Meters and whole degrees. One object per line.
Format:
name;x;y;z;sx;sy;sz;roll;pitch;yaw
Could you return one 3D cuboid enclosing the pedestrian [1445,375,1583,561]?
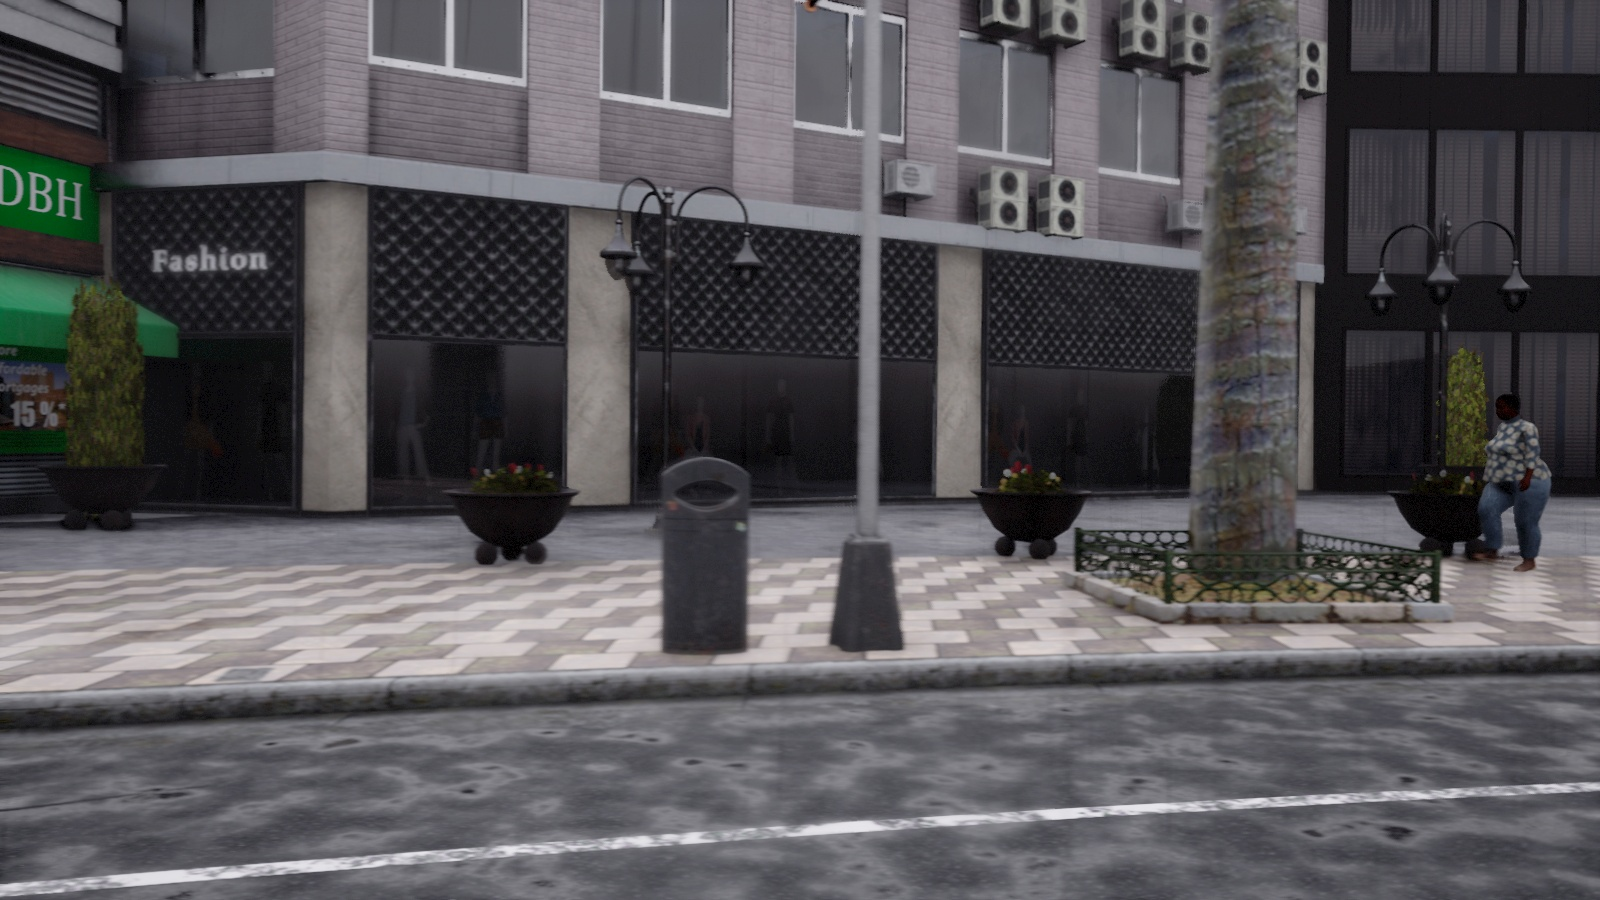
pedestrian;7.403;0.168;13.057;0.900;1.855;0.874;-1;1;-9
